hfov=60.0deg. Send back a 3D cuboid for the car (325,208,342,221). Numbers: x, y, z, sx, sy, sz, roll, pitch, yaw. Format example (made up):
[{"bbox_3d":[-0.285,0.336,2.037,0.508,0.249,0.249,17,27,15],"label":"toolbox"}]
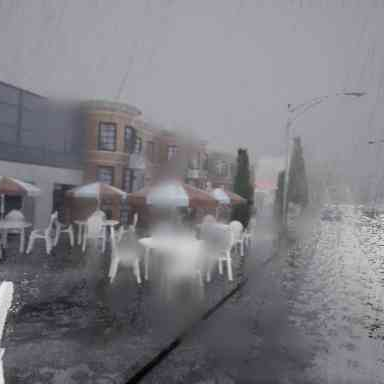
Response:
[{"bbox_3d":[17.937,2.781,42.302,2.128,1.511,4.902,3,-1,23],"label":"car"}]

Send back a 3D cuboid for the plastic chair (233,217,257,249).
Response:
[{"bbox_3d":[2.278,1.753,14.321,0.730,1.271,0.750,3,-1,-17],"label":"plastic chair"}]
